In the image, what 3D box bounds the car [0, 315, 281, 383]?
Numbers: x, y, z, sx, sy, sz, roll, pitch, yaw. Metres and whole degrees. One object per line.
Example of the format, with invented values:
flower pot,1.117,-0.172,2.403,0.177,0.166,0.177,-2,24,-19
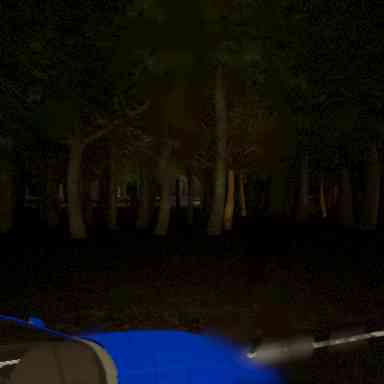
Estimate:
car,-1.671,1.477,1.735,5.008,1.535,1.882,0,0,-19
